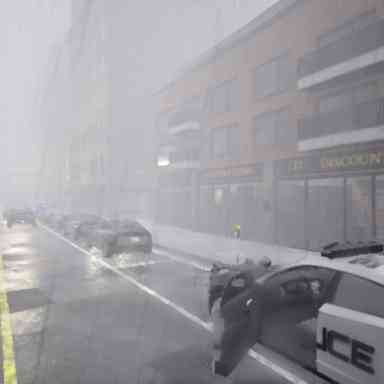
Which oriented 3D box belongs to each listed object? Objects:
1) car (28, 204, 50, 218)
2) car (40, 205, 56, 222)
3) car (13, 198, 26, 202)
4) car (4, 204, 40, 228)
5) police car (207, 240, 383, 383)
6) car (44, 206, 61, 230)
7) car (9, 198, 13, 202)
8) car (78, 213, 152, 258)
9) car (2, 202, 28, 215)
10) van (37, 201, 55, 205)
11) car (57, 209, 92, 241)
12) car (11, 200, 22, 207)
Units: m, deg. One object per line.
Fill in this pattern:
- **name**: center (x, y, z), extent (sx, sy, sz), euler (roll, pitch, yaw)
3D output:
- **car**: center (-17.668, 2.085, 38.283), extent (1.752, 1.417, 4.829), euler (1, -1, -31)
- **car**: center (-11.793, 2.005, 28.385), extent (1.802, 1.307, 4.206), euler (1, -1, -31)
- **car**: center (-31.461, 2.317, 61.522), extent (1.967, 1.590, 4.097), euler (1, -1, -31)
- **car**: center (-13.170, 1.886, 25.598), extent (1.837, 1.490, 4.892), euler (0, -1, -30)
- **police car**: center (2.032, 1.495, 4.506), extent (1.930, 1.638, 5.238), euler (0, -1, -31)
- **car**: center (-8.899, 1.904, 23.510), extent (2.008, 1.369, 4.403), euler (0, -1, -31)
- **car**: center (-37.162, 2.320, 71.129), extent (2.192, 1.841, 5.009), euler (1, -1, -31)
- **car**: center (-3.113, 1.774, 13.761), extent (1.947, 1.339, 4.313), euler (0, -1, -31)
- **car**: center (-18.693, 2.060, 34.854), extent (2.033, 1.411, 5.357), euler (0, -1, -30)
- **van**: center (-14.687, 1.833, 33.264), extent (1.690, 1.788, 3.998), euler (1, -1, -31)
- **car**: center (-6.006, 1.846, 18.636), extent (1.947, 1.339, 4.313), euler (0, -1, -31)
- **car**: center (-40.012, 2.632, 75.927), extent (1.947, 1.339, 4.313), euler (1, -1, -31)
